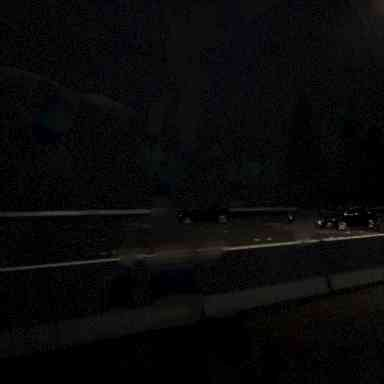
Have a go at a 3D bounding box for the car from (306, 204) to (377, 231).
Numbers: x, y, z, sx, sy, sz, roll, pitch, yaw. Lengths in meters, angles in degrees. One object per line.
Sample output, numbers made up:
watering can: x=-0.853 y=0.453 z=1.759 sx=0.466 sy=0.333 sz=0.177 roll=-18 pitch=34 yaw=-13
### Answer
car: x=10.266 y=1.702 z=22.289 sx=4.892 sy=1.490 sz=1.837 roll=1 pitch=0 yaw=-28

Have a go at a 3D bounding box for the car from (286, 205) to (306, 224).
car: x=9.483 y=1.709 z=25.826 sx=4.892 sy=1.490 sz=1.837 roll=1 pitch=0 yaw=-27

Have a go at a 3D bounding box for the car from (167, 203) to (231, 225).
car: x=0.565 y=1.588 z=24.891 sx=5.008 sy=1.535 sz=1.882 roll=1 pitch=0 yaw=-30
